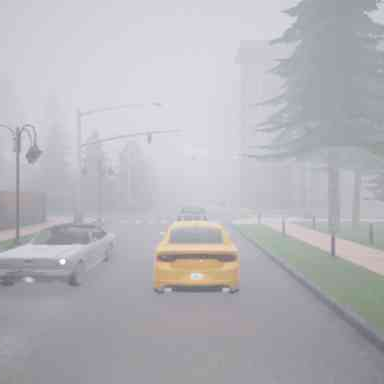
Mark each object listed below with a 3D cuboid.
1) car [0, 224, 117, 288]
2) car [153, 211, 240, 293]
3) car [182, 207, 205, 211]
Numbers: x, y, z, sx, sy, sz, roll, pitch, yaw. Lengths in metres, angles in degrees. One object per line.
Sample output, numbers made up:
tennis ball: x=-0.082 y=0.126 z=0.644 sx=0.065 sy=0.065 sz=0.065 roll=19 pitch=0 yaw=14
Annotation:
car: x=-3.586 y=1.638 z=9.526 sx=1.895 sy=1.301 sz=4.718 roll=0 pitch=0 yaw=0
car: x=0.095 y=1.513 z=8.987 sx=1.882 sy=1.535 sz=5.008 roll=0 pitch=0 yaw=0
car: x=0.119 y=1.691 z=23.383 sx=1.895 sy=1.301 sz=4.718 roll=0 pitch=0 yaw=2
